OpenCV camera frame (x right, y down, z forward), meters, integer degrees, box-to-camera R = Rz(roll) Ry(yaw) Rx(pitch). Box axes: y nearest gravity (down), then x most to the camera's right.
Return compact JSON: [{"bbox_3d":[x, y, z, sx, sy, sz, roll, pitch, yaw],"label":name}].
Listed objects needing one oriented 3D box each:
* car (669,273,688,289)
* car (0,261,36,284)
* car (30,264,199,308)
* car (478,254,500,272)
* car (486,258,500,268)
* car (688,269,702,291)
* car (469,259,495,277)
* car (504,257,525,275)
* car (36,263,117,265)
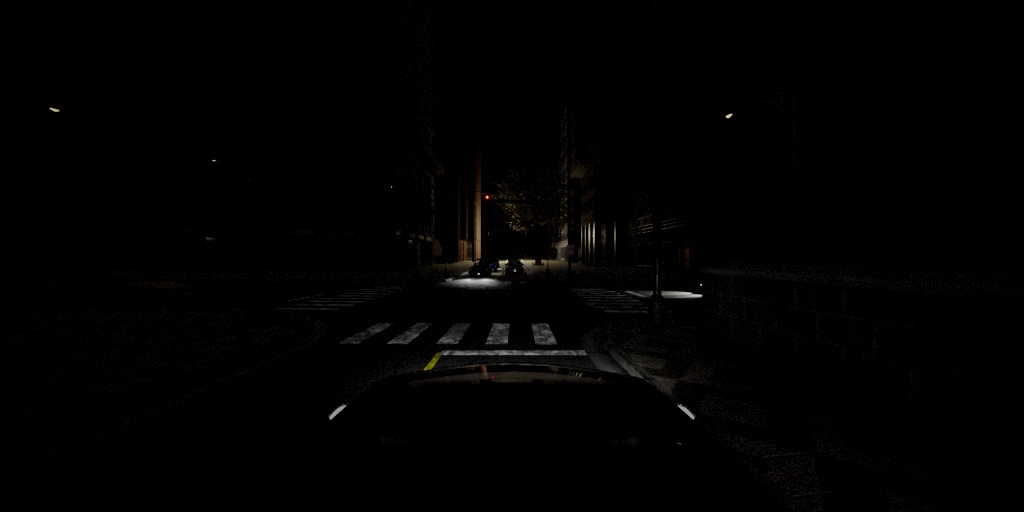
[{"bbox_3d":[12.006,1.381,22.062,4.403,1.370,2.007,0,0,1],"label":"car"},{"bbox_3d":[-31.844,0.973,22.498,4.507,1.381,1.888,0,0,1],"label":"car"},{"bbox_3d":[-14.892,1.146,13.804,4.829,1.417,1.751,0,0,1],"label":"car"},{"bbox_3d":[-2.930,0.830,44.177,2.150,2.045,5.566,0,0,-1],"label":"car"},{"bbox_3d":[-2.872,1.058,54.340,1.812,1.442,4.674,0,0,0],"label":"car"},{"bbox_3d":[12.233,1.396,19.397,4.181,1.385,1.994,0,0,1],"label":"car"},{"bbox_3d":[-2.968,1.274,34.364,1.895,1.301,4.718,0,0,0],"label":"car"},{"bbox_3d":[0.276,1.179,37.614,1.812,1.442,4.674,0,0,0],"label":"car"},{"bbox_3d":[-26.227,1.064,22.443,4.313,1.339,1.948,0,0,1],"label":"car"}]
